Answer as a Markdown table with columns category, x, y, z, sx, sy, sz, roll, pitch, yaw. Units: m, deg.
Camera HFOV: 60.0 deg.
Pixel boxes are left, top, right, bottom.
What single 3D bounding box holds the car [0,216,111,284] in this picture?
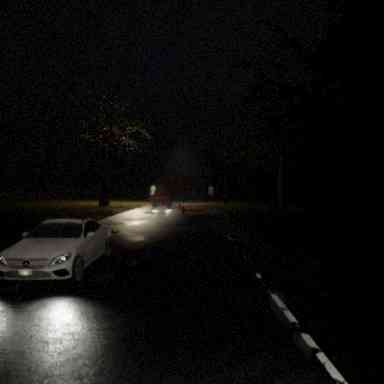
| category | x | y | z | sx | sy | sz | roll | pitch | yaw |
| --- | --- | --- | --- | --- | --- | --- | --- | --- | --- |
| car | -3.615 | 1.461 | 9.534 | 1.812 | 1.442 | 4.674 | 0 | 0 | 0 |

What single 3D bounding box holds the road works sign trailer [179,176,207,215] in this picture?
| category | x | y | z | sx | sy | sz | roll | pitch | yaw |
| --- | --- | --- | --- | --- | --- | --- | --- | --- | --- |
| road works sign trailer | 0.111 | 0.272 | 31.140 | 2.380 | 3.560 | 2.880 | 0 | 0 | -5 |

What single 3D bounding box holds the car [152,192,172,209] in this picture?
| category | x | y | z | sx | sy | sz | roll | pitch | yaw |
| --- | --- | --- | --- | --- | --- | --- | --- | --- | --- |
| car | -3.657 | 0.982 | 41.567 | 2.150 | 2.045 | 5.566 | 0 | 0 | 0 |
